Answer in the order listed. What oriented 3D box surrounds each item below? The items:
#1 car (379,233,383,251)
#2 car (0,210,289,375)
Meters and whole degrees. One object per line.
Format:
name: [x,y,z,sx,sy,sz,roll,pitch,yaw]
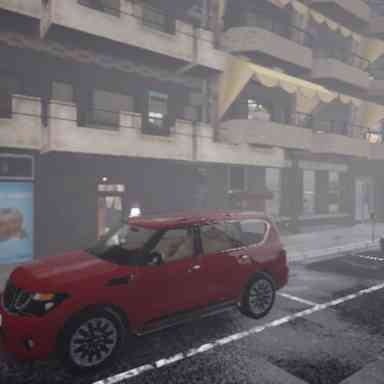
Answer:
car: [8.575,1.513,12.207,4.206,1.307,1.802,0,1,-35]
car: [-0.438,1.300,5.775,5.009,1.841,2.192,0,1,-35]
